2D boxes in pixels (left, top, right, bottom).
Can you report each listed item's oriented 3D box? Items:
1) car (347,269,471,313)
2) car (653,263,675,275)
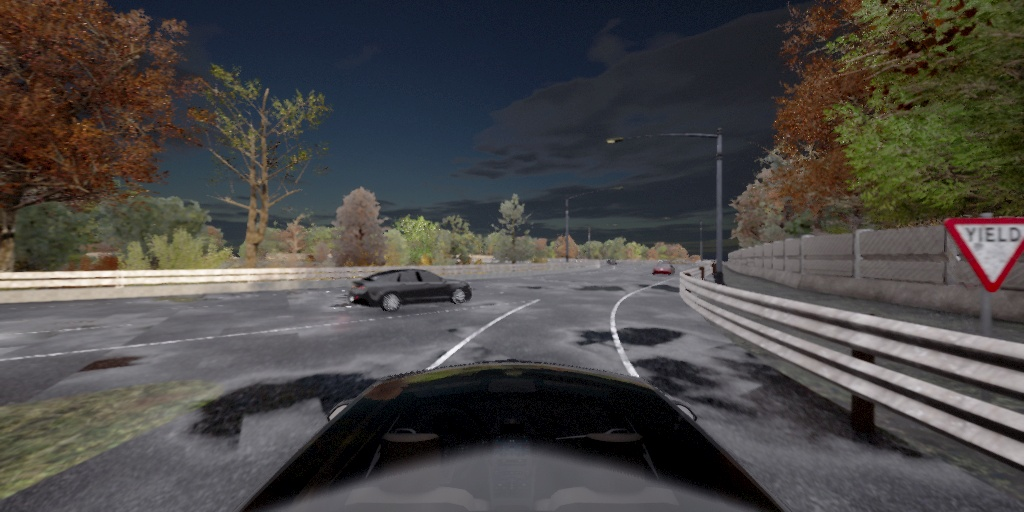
[{"bbox_3d":[-3.859,1.265,14.234,4.892,1.490,1.837,0,0,-43],"label":"car"},{"bbox_3d":[17.675,1.461,41.670,1.994,1.385,4.181,0,0,30],"label":"car"}]
